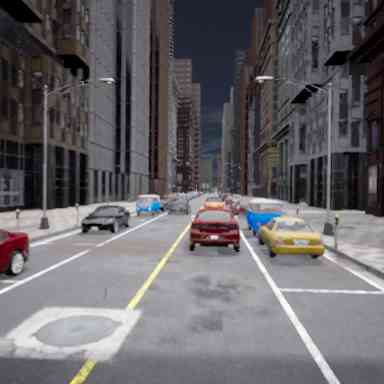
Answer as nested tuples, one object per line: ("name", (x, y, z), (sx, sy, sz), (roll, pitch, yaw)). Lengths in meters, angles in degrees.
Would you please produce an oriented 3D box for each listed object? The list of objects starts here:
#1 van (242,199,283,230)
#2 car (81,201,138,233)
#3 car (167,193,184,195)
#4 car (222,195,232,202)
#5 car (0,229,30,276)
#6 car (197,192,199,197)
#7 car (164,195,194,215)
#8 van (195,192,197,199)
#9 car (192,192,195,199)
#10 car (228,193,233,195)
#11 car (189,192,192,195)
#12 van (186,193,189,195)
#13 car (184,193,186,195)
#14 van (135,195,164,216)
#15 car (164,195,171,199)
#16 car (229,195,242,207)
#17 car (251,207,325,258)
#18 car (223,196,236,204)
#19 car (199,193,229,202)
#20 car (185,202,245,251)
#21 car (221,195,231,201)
("van", (3.871, 1.299, 17.983), (1.690, 1.788, 3.998), (1, 0, 4))
("car", (-4.638, 1.420, 18.532), (1.947, 1.339, 4.313), (1, 0, 4))
("car", (-2.784, 1.059, 46.653), (2.192, 1.841, 5.009), (1, 0, 4))
("car", (7.202, 1.304, 68.602), (1.887, 1.381, 4.507), (0, 0, 4))
("car", (-5.378, 1.444, 7.283), (1.887, 1.381, 4.507), (1, 0, 4))
("car", (0.165, 1.095, 91.481), (1.752, 1.417, 4.829), (0, 0, 4))
("car", (-1.103, 1.341, 31.278), (1.837, 1.490, 4.892), (1, 0, 4))
("van", (-0.192, 0.931, 86.025), (1.690, 1.788, 3.998), (0, 0, 4))
("car", (-0.934, 1.074, 74.777), (1.967, 1.590, 4.097), (1, 0, 4))
("car", (6.092, 1.265, 51.728), (1.967, 1.590, 4.097), (1, 0, 4))
("car", (-1.674, 1.118, 63.528), (1.967, 1.590, 4.097), (1, 0, 4))
("van", (-2.044, 1.041, 57.903), (1.690, 1.788, 3.998), (1, 0, 4))
("car", (-2.416, 1.266, 52.279), (1.887, 1.381, 4.507), (1, 0, 4))
("van", (-3.895, 1.151, 29.780), (1.690, 1.788, 3.998), (1, 0, 4))
("car", (-3.527, 1.354, 35.405), (1.947, 1.339, 4.313), (1, 0, 4))
("car", (4.611, 1.353, 29.232), (1.967, 1.590, 4.097), (1, 0, 4))
("car", (3.510, 1.505, 12.530), (1.752, 1.417, 4.829), (1, 0, 4))
("car", (6.461, 1.369, 57.353), (1.947, 1.339, 4.313), (0, 0, 4))
("car", (2.039, 1.228, 30.632), (2.097, 1.767, 4.553), (1, 0, 4))
("car", (0.944, 1.419, 14.027), (1.882, 1.535, 5.008), (1, 0, 4))
("car", (7.572, 1.303, 74.226), (1.947, 1.339, 4.313), (0, 0, 4))
